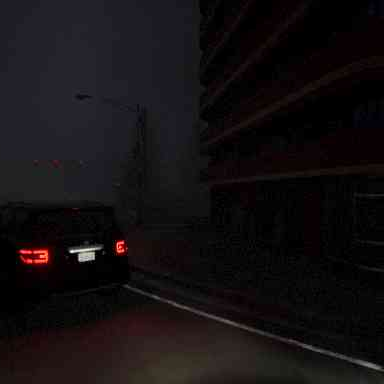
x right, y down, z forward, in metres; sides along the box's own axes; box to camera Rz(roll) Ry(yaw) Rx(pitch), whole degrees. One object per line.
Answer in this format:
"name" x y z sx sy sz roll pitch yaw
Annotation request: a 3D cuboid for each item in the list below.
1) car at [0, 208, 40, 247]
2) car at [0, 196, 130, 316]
"car" -8.417 1.564 15.842 1.994 1.385 4.181 0 0 -26
"car" -3.547 1.221 7.874 2.150 2.045 5.566 0 0 -40
